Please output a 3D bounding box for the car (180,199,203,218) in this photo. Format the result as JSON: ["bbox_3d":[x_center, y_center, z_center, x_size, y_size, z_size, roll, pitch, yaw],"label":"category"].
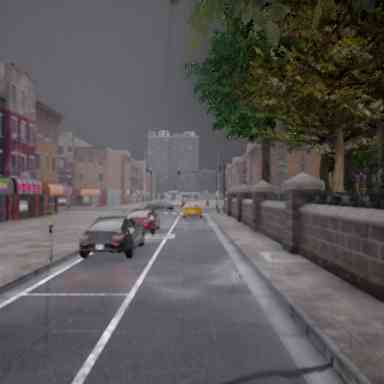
[{"bbox_3d":[0.084,1.782,33.606,1.882,1.535,5.008,0,-1,0],"label":"car"}]

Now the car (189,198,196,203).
[{"bbox_3d":[0.098,2.201,85.254,1.895,1.301,4.718,0,-1,0],"label":"car"}]

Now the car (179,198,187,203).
[{"bbox_3d":[-2.533,2.415,92.796,2.008,1.369,4.403,0,-1,0],"label":"car"}]

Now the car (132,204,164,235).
[{"bbox_3d":[-3.001,1.707,20.150,1.812,1.442,4.674,0,-1,0],"label":"car"}]

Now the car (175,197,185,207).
[{"bbox_3d":[-2.571,2.075,59.915,1.752,1.417,4.829,0,-1,0],"label":"car"}]

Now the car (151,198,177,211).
[{"bbox_3d":[-4.878,2.010,48.635,4.181,1.385,1.994,0,0,22],"label":"car"}]

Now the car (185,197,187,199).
[{"bbox_3d":[-2.565,1.918,65.538,2.192,1.841,5.009,0,-1,0],"label":"car"}]

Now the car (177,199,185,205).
[{"bbox_3d":[-2.552,2.230,76.270,1.752,1.417,4.829,0,-1,0],"label":"car"}]

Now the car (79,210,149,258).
[{"bbox_3d":[-3.009,1.644,13.150,1.812,1.442,4.674,0,-1,0],"label":"car"}]

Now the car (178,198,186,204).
[{"bbox_3d":[-2.539,2.377,87.344,1.947,1.339,4.313,0,-1,0],"label":"car"}]
